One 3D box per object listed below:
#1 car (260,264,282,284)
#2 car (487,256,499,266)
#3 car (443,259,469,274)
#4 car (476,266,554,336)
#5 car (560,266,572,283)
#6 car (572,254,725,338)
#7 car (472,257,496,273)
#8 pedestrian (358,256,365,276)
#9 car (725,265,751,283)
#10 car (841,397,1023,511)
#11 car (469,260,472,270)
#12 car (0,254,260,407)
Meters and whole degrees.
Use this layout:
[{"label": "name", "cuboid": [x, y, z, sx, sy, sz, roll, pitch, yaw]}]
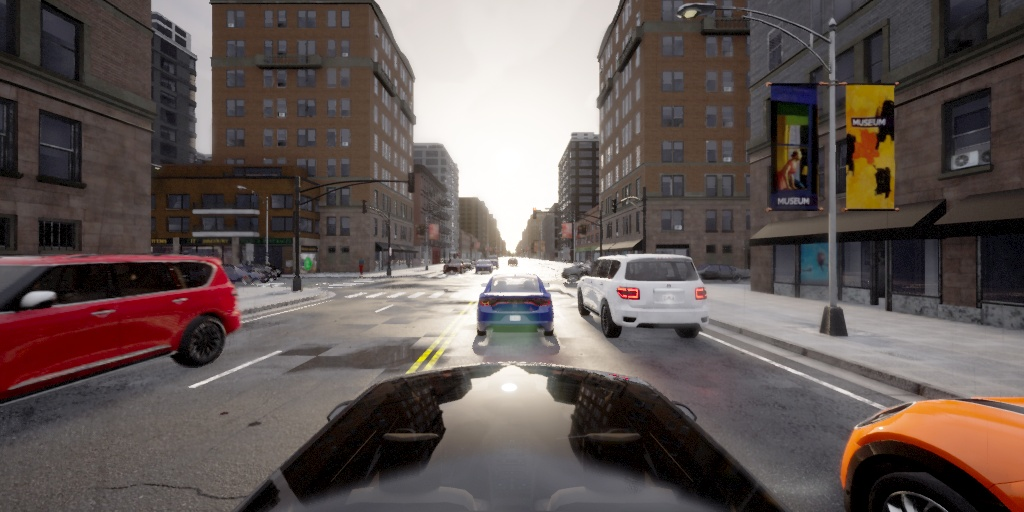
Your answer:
[{"label": "car", "cuboid": [-19.624, 1.291, 25.241, 5.357, 1.411, 2.033, 0, 0, 0]}, {"label": "car", "cuboid": [-3.273, 0.965, 58.643, 2.150, 2.045, 5.566, 0, 0, 1]}, {"label": "car", "cuboid": [-6.559, 1.101, 41.311, 2.097, 1.767, 4.553, 0, 0, 0]}, {"label": "car", "cuboid": [0.090, 1.228, 10.436, 1.882, 1.535, 5.008, 0, 0, 0]}, {"label": "car", "cuboid": [6.013, 1.245, 26.194, 4.902, 1.511, 2.128, 0, 0, 17]}, {"label": "car", "cuboid": [3.341, 0.972, 10.295, 2.150, 2.045, 5.566, 0, 0, 0]}, {"label": "car", "cuboid": [-3.309, 1.226, 43.046, 1.882, 1.535, 5.008, 0, 0, 0]}, {"label": "pedestrian", "cuboid": [-14.110, 0.919, 33.569, 0.375, 1.860, 0.375, 0, 0, 0]}, {"label": "car", "cuboid": [15.868, 1.338, 28.322, 5.357, 1.411, 2.033, 0, 0, 0]}, {"label": "car", "cuboid": [3.343, 1.102, 0.585, 2.097, 1.767, 4.553, 0, 0, 0]}, {"label": "car", "cuboid": [-6.544, 1.252, 50.882, 1.837, 1.490, 4.892, 0, 0, 1]}, {"label": "car", "cuboid": [-6.611, 0.974, 4.999, 2.150, 2.045, 5.566, 0, 0, 0]}]
